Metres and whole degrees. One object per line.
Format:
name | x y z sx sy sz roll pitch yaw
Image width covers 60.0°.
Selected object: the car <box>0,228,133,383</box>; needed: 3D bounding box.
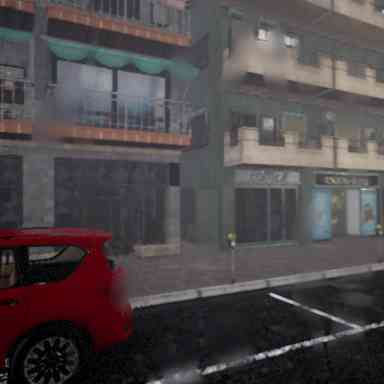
car | -3.229 1.443 4.052 5.009 1.841 2.192 0 -2 -26
